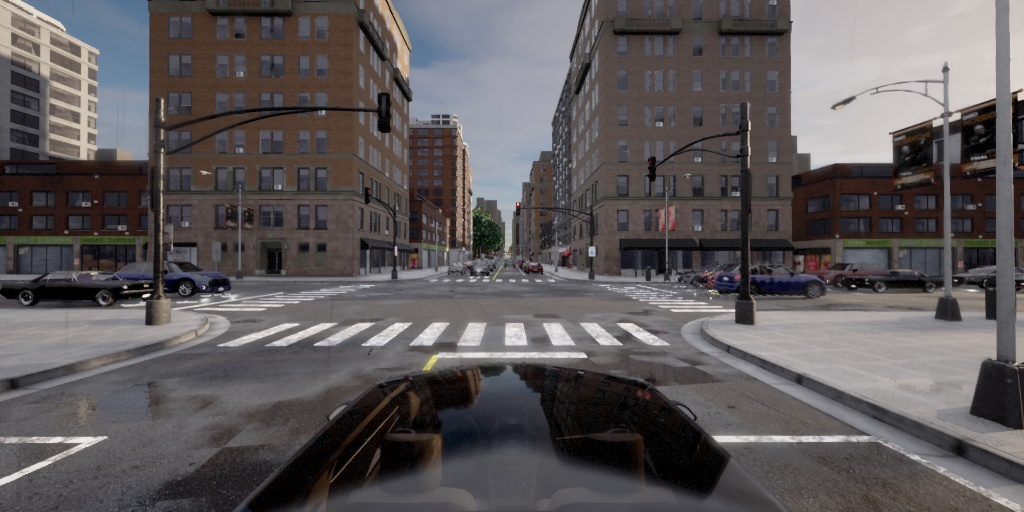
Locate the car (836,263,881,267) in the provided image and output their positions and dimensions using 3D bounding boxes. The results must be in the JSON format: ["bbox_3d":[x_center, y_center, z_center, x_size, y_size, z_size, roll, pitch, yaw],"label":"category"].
[{"bbox_3d":[22.885,1.249,24.453,4.553,1.767,2.097,0,0,-1],"label":"car"}]

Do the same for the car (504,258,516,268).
[{"bbox_3d":[-0.362,1.322,62.420,2.128,1.511,4.902,0,0,-1],"label":"car"}]

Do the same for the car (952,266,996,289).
[{"bbox_3d":[32.769,1.446,24.524,4.892,1.490,1.837,0,0,0],"label":"car"}]

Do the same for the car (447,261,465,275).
[{"bbox_3d":[-6.064,1.329,39.814,2.007,1.370,4.403,0,0,-1],"label":"car"}]

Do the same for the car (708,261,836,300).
[{"bbox_3d":[12.635,1.150,17.673,4.553,1.767,2.097,0,0,0],"label":"car"}]

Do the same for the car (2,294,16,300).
[{"bbox_3d":[-5.855,1.190,1.453,1.967,1.591,4.097,0,0,0],"label":"car"}]

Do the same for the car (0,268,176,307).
[{"bbox_3d":[-16.666,1.246,14.185,4.718,1.301,1.895,0,0,0],"label":"car"}]

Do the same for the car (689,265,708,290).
[{"bbox_3d":[13.391,1.181,21.130,4.553,1.767,2.097,0,0,0],"label":"car"}]

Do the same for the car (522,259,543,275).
[{"bbox_3d":[2.461,1.324,39.907,1.888,1.381,4.507,0,0,-1],"label":"car"}]

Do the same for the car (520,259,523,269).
[{"bbox_3d":[2.399,1.354,45.414,1.948,1.339,4.313,0,0,-1],"label":"car"}]

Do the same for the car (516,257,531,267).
[{"bbox_3d":[2.273,1.128,56.427,2.192,1.841,5.009,0,0,-1],"label":"car"}]

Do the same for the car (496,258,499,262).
[{"bbox_3d":[-3.487,1.322,57.744,1.837,1.490,4.892,0,0,0],"label":"car"}]

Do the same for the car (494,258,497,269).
[{"bbox_3d":[-3.376,1.340,47.363,2.033,1.411,5.357,0,0,-1],"label":"car"}]

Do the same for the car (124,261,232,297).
[{"bbox_3d":[-16.447,1.024,17.470,4.553,1.767,2.097,0,0,-1],"label":"car"}]

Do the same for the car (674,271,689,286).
[{"bbox_3d":[13.691,1.347,24.398,4.902,1.511,2.128,0,0,0],"label":"car"}]

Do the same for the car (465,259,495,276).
[{"bbox_3d":[-3.268,1.268,37.559,2.128,1.511,4.902,0,0,0],"label":"car"}]

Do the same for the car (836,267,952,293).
[{"bbox_3d":[22.377,1.469,21.199,4.718,1.301,1.895,0,0,-1],"label":"car"}]

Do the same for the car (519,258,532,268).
[{"bbox_3d":[2.334,1.325,51.091,1.751,1.417,4.829,0,0,-1],"label":"car"}]

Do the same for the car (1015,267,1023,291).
[{"bbox_3d":[32.316,1.477,21.271,4.181,1.385,1.994,0,0,-1],"label":"car"}]
